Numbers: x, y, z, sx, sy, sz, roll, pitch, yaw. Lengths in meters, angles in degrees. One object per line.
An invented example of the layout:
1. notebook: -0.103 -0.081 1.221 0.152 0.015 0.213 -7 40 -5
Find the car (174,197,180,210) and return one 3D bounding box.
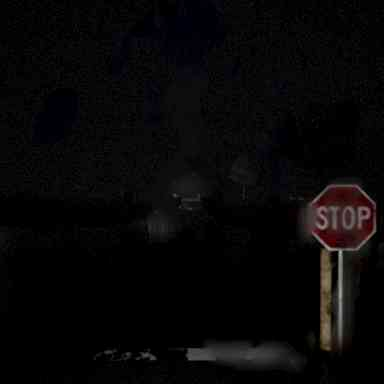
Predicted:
1. car: -2.847 1.574 39.986 1.994 1.385 4.181 0 0 0

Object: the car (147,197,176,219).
1. car: -2.852 1.499 29.625 2.128 1.511 4.902 0 0 0

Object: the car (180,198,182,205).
1. car: -2.842 1.512 50.131 2.128 1.511 4.902 0 0 0

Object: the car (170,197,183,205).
1. car: -2.773 1.581 60.787 2.033 1.411 5.357 0 0 0
